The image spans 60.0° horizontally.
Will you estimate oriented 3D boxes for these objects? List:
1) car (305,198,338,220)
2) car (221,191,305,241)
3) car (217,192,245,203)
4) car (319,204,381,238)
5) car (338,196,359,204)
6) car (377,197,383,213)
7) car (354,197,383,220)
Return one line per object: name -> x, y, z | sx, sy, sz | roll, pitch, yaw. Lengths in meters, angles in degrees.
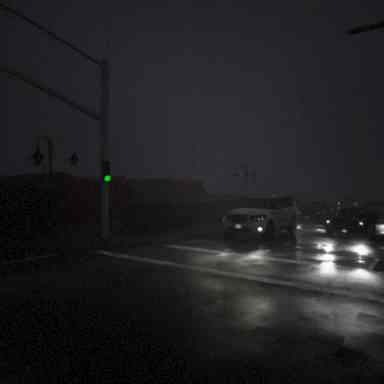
car -> 9.153, 1.426, 24.544 | 1.812, 1.442, 4.674 | 0, 0, 35
car -> 3.580, 1.136, 16.668 | 2.150, 2.045, 5.566 | 0, 0, 35
car -> 6.905, 1.017, 59.068 | 4.605, 1.855, 1.932 | 0, 0, 35
car -> 8.408, 1.518, 17.446 | 1.895, 1.301, 4.718 | 0, 0, 35
car -> 17.179, 1.236, 35.972 | 2.097, 1.767, 4.553 | 0, 0, 35
car -> 21.660, 1.377, 36.246 | 2.128, 1.511, 4.902 | 0, 0, 35
car -> 14.137, 1.381, 25.583 | 1.882, 1.535, 5.008 | 0, 0, 35
